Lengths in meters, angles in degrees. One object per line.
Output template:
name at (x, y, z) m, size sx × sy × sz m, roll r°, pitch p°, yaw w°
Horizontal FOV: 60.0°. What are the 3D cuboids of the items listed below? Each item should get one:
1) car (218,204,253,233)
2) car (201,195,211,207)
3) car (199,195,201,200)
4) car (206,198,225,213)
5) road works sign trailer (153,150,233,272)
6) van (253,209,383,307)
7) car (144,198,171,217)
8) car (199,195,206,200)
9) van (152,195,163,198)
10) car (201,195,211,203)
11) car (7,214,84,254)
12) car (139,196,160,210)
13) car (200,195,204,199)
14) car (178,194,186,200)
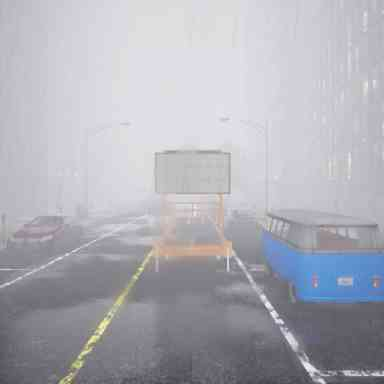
car at (2.729, 1.581, 19.082) m, size 1.802 × 1.307 × 4.206 m, roll 0°, pitch 0°, yaw 0°
car at (2.788, 1.544, 47.545) m, size 2.008 × 1.369 × 4.403 m, roll 0°, pitch 0°, yaw 0°
car at (2.823, 1.410, 64.622) m, size 1.967 × 1.590 × 4.097 m, roll 0°, pitch 0°, yaw 0°
car at (2.764, 1.581, 36.160) m, size 1.802 × 1.307 × 4.206 m, roll 0°, pitch 0°, yaw 0°
road works sign trailer at (0.022, 0.464, 10.723) m, size 2.380 × 3.560 × 2.880 m, roll 0°, pitch 0°, yaw 0°
van at (2.706, 1.341, 7.698) m, size 1.690 × 1.788 × 3.998 m, roll 0°, pitch 0°, yaw 0°
car at (-3.036, 1.563, 31.658) m, size 1.994 × 1.385 × 4.181 m, roll 0°, pitch 0°, yaw 0°
car at (2.881, 1.462, 93.085) m, size 1.887 × 1.381 × 4.507 m, roll 0°, pitch 0°, yaw 0°
van at (-5.581, 1.328, 53.258) m, size 1.690 × 1.788 × 3.998 m, roll 0°, pitch 0°, yaw 0°
car at (2.834, 1.401, 70.314) m, size 1.967 × 1.590 × 4.097 m, roll 0°, pitch 0°, yaw 0°
car at (-5.663, 1.582, 13.410) m, size 1.802 × 1.307 × 4.206 m, roll 0°, pitch 0°, yaw 0°
car at (-5.605, 1.548, 41.873) m, size 2.008 × 1.369 × 4.403 m, roll 0°, pitch 0°, yaw 0°
car at (2.799, 1.538, 53.237) m, size 2.008 × 1.369 × 4.403 m, roll 0°, pitch 0°, yaw 0°
car at (-2.816, 1.274, 90.651) m, size 2.097 × 1.767 × 4.553 m, roll 0°, pitch 0°, yaw 0°
